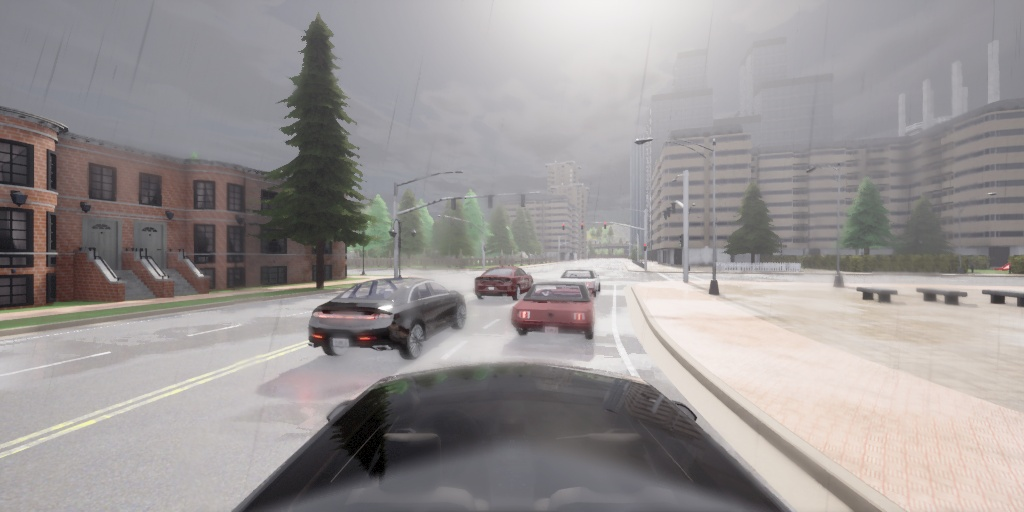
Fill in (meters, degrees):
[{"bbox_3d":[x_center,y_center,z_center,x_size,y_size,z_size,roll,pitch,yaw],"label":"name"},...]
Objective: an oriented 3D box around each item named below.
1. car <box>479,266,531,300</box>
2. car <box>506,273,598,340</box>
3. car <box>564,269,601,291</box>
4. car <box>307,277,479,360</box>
[{"bbox_3d":[-0.237,1.228,17.645,1.882,1.535,5.008,0,0,15],"label":"car"},{"bbox_3d":[1.381,1.351,10.098,1.895,1.301,4.718,0,0,13],"label":"car"},{"bbox_3d":[3.634,1.351,18.986,1.895,1.301,4.718,0,0,17],"label":"car"},{"bbox_3d":[-2.491,1.242,8.428,2.128,1.511,4.902,0,0,9],"label":"car"}]
